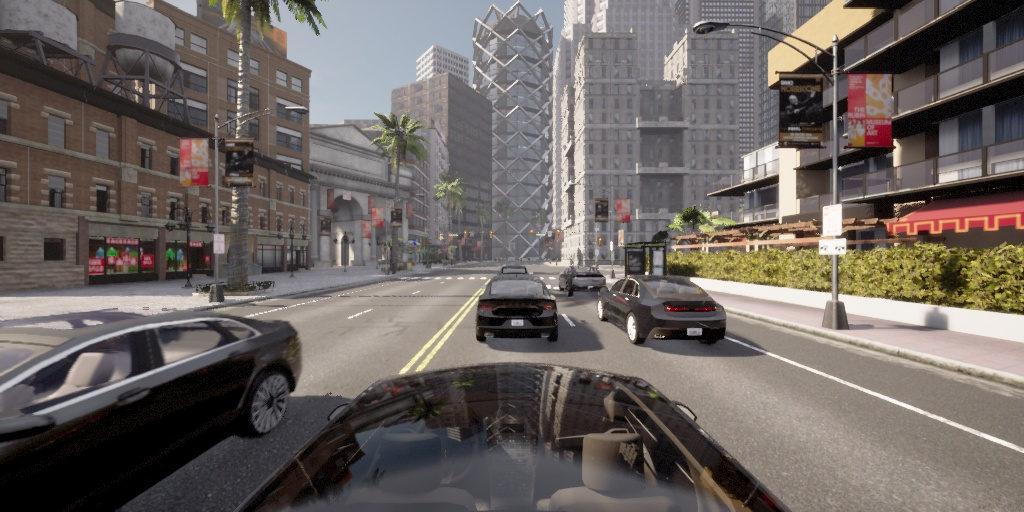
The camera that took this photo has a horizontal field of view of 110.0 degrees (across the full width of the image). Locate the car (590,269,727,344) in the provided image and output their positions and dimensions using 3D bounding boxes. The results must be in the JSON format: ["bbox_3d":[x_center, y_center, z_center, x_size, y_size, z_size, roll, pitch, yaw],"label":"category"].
[{"bbox_3d":[3.611,1.255,9.529,1.837,1.490,4.892,0,0,0],"label":"car"}]

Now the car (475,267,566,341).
[{"bbox_3d":[0.110,1.228,9.884,1.882,1.535,5.008,0,0,0],"label":"car"}]

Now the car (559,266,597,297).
[{"bbox_3d":[3.605,1.241,18.934,2.128,1.511,4.902,0,0,0],"label":"car"}]

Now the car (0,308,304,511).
[{"bbox_3d":[-3.602,1.241,2.629,2.128,1.511,4.902,0,0,0],"label":"car"}]
